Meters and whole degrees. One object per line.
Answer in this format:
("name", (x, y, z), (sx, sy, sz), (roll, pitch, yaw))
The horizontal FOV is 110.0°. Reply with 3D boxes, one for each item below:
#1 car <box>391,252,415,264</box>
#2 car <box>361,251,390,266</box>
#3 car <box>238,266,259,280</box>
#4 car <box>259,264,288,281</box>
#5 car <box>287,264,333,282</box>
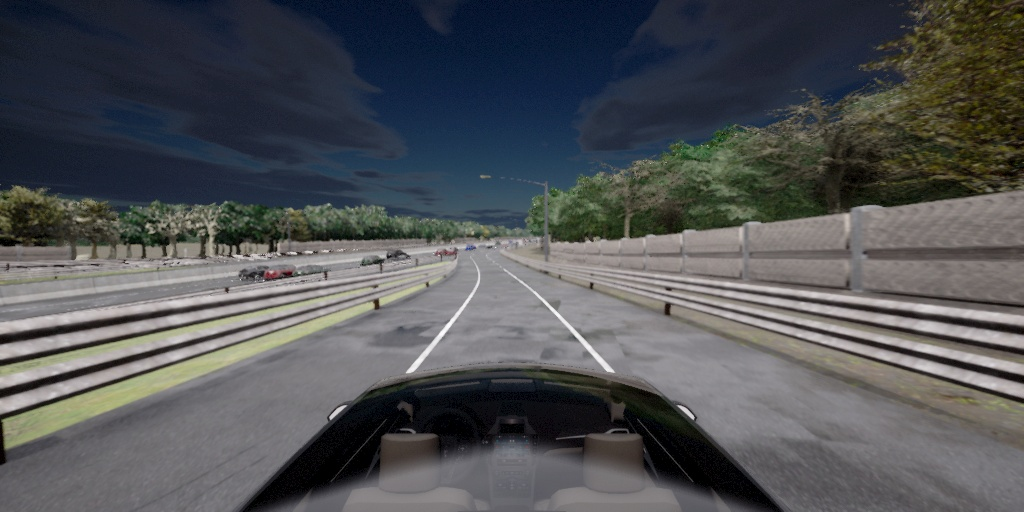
("car", (-18.486, 0.537, 62.086), (1.837, 1.490, 4.892), (0, 3, 10))
("car", (-22.656, 0.623, 58.737), (2.097, 1.767, 4.553), (0, 4, 10))
("car", (-29.299, 1.829, 41.876), (1.837, 1.490, 4.892), (0, 4, 10))
("car", (-25.864, 1.720, 41.200), (2.097, 1.767, 4.553), (0, 4, 10))
("car", (-22.421, 1.744, 40.572), (2.097, 1.767, 4.553), (0, 4, 10))
